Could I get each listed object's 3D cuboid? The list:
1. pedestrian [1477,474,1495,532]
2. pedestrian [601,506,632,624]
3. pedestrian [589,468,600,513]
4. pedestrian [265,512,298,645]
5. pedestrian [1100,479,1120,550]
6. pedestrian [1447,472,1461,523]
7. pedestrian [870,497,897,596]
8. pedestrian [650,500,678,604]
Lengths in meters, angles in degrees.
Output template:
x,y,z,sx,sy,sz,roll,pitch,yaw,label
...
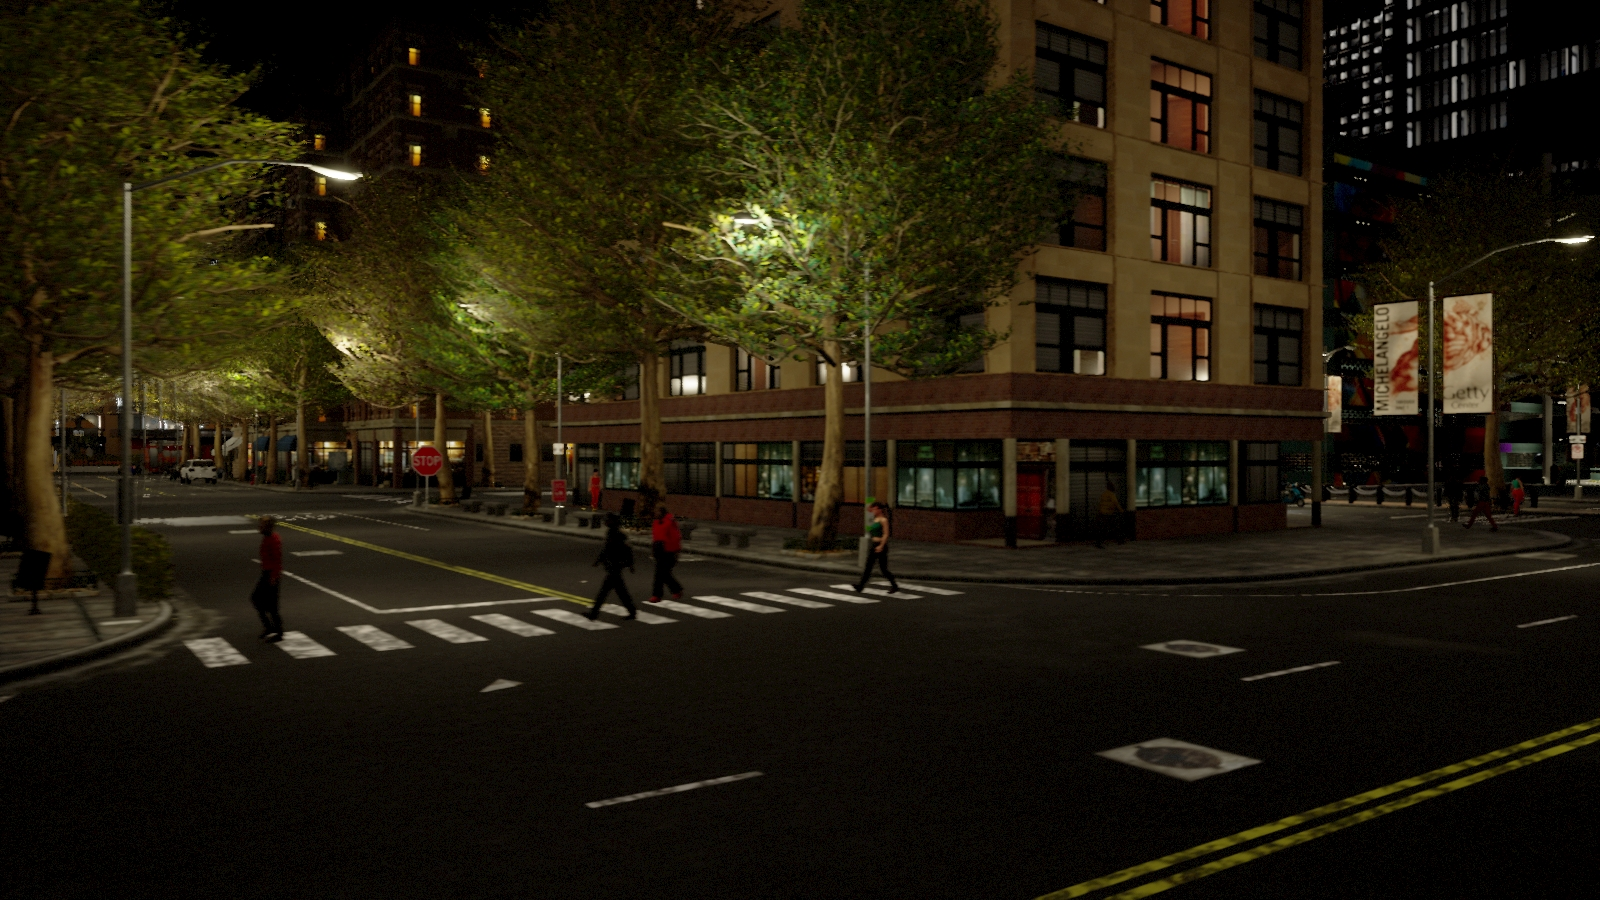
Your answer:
x,y,z,sx,sy,sz,roll,pitch,yaw,label
22.162,1.696,36.919,0.375,1.860,0.375,0,0,-36,pedestrian
-2.973,1.849,18.492,0.375,1.860,0.375,0,0,-36,pedestrian
-8.689,1.696,48.243,0.375,1.860,0.375,0,0,-29,pedestrian
-7.519,1.849,16.573,0.375,1.860,0.375,0,0,-34,pedestrian
8.233,1.696,30.335,0.375,1.860,0.375,0,0,-16,pedestrian
24.029,1.745,41.979,0.375,1.860,0.375,0,0,38,pedestrian
1.599,1.849,21.935,0.375,1.860,0.375,0,0,-29,pedestrian
-2.489,1.849,20.904,0.375,1.860,0.375,0,0,-40,pedestrian
